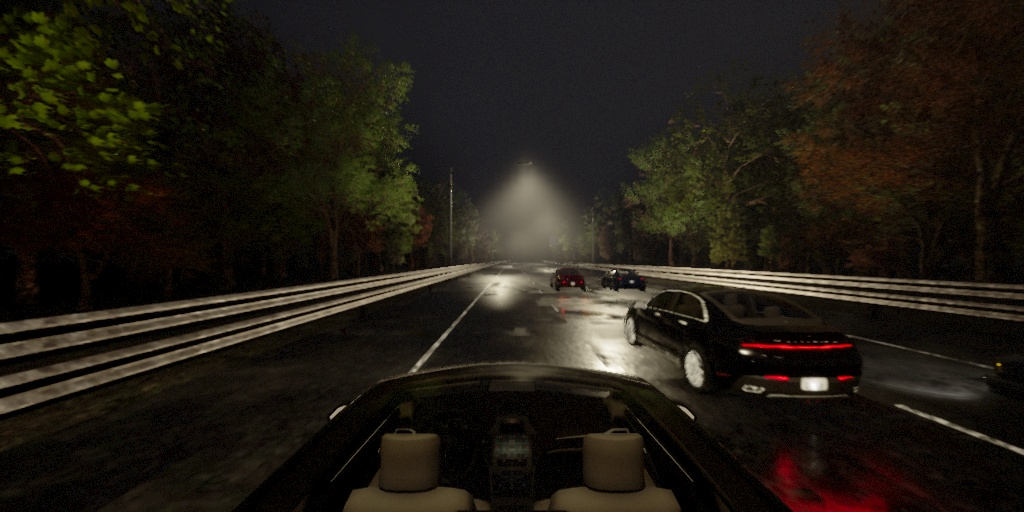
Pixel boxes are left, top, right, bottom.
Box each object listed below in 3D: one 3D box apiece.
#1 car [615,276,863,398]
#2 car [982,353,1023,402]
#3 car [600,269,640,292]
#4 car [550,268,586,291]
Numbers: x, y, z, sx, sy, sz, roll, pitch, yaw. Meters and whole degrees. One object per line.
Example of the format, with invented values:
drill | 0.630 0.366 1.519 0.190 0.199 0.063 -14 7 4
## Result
car | 3.599 1.301 6.695 1.837 1.490 4.892 0 -1 0
car | 7.100 1.302 2.159 2.033 1.411 5.357 0 -1 0
car | 7.095 1.511 23.246 1.994 1.385 4.181 0 -1 0
car | 3.595 1.475 23.506 1.812 1.442 4.674 0 -1 0
